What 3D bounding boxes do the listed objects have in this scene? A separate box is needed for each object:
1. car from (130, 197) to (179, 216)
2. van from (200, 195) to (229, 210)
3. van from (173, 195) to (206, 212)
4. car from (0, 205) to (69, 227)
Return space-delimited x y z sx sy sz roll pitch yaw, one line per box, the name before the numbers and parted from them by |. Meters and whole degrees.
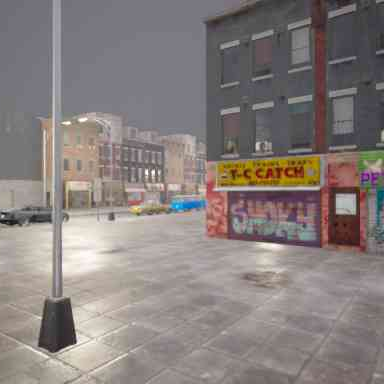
car | -3.654 1.448 31.429 1.752 1.417 4.829 0 0 35
van | 2.825 1.233 40.503 1.690 1.788 3.998 0 0 35
van | -0.464 1.248 35.897 1.690 1.788 3.998 0 0 35
car | -10.330 1.521 22.078 1.947 1.339 4.313 0 0 35
